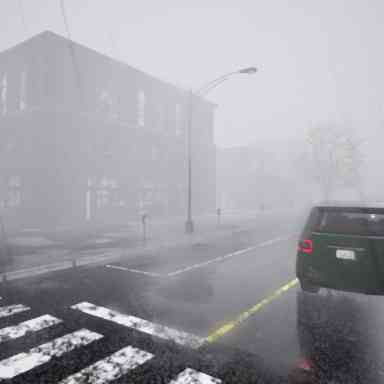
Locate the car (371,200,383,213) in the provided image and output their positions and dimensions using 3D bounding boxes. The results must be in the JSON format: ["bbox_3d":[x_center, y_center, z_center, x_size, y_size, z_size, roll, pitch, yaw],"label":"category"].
[{"bbox_3d":[22.132,1.602,38.631,1.895,1.301,4.718,0,0,35],"label":"car"}]

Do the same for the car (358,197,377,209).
[{"bbox_3d":[25.210,1.525,47.638,1.752,1.417,4.829,1,1,35],"label":"car"}]

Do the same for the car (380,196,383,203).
[{"bbox_3d":[41.294,1.542,70.417,2.008,1.369,4.403,1,1,35],"label":"car"}]

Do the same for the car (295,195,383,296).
[{"bbox_3d":[4.312,1.222,8.193,2.150,2.045,5.566,0,0,35],"label":"car"}]

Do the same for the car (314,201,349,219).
[{"bbox_3d":[12.519,1.567,29.665,1.947,1.339,4.313,1,1,35],"label":"car"}]

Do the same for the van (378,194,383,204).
[{"bbox_3d":[38.099,1.334,65.887,1.690,1.788,3.998,1,1,35],"label":"van"}]
